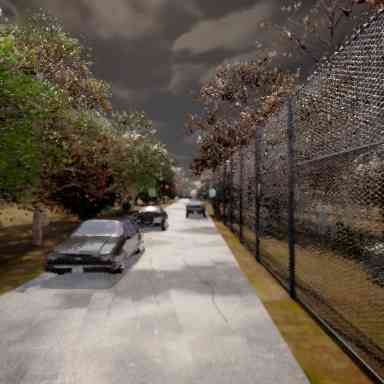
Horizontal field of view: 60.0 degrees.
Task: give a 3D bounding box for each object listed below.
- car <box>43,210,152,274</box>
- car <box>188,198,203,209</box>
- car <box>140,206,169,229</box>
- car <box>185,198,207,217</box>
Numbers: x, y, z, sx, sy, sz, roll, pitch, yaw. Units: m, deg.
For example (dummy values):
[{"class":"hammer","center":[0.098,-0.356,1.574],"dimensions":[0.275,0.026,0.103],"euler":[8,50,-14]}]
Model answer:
[{"class":"car","center":[-2.769,1.540,10.770],"dimensions":[2.033,1.411,5.357],"euler":[0,0,1]},{"class":"car","center":[0.506,1.568,46.846],"dimensions":[2.033,1.411,5.357],"euler":[0,0,1]},{"class":"car","center":[-2.575,1.573,21.196],"dimensions":[1.994,1.385,4.181],"euler":[0,0,1]},{"class":"car","center":[0.362,1.519,31.138],"dimensions":[1.837,1.490,4.892],"euler":[0,0,1]}]
